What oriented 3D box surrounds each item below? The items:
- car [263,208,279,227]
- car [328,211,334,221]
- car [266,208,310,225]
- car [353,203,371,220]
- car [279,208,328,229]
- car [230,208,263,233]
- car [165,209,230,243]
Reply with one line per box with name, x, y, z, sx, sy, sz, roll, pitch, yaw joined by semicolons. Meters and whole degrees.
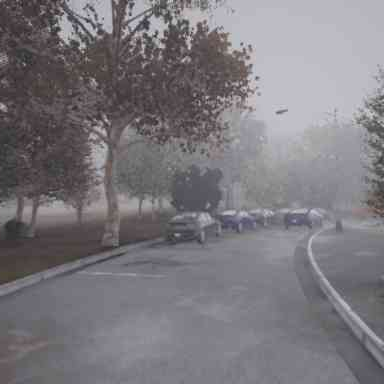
car;5.851;2.126;27.985;2.231;1.521;4.892;-3;-3;34
car;13.566;2.475;36.255;4.892;1.521;2.231;2;-5;-39
car;9.411;2.320;32.297;2.097;1.535;5.008;-4;-4;42
car;20.959;2.085;37.138;5.566;2.045;2.150;1;-4;-33
car;8.555;1.946;25.239;1.882;1.535;5.008;-3;-4;34
car;2.955;1.943;23.103;2.097;1.535;5.008;-2;-4;28
car;0.189;1.790;17.939;2.231;1.521;4.892;-1;-1;21
